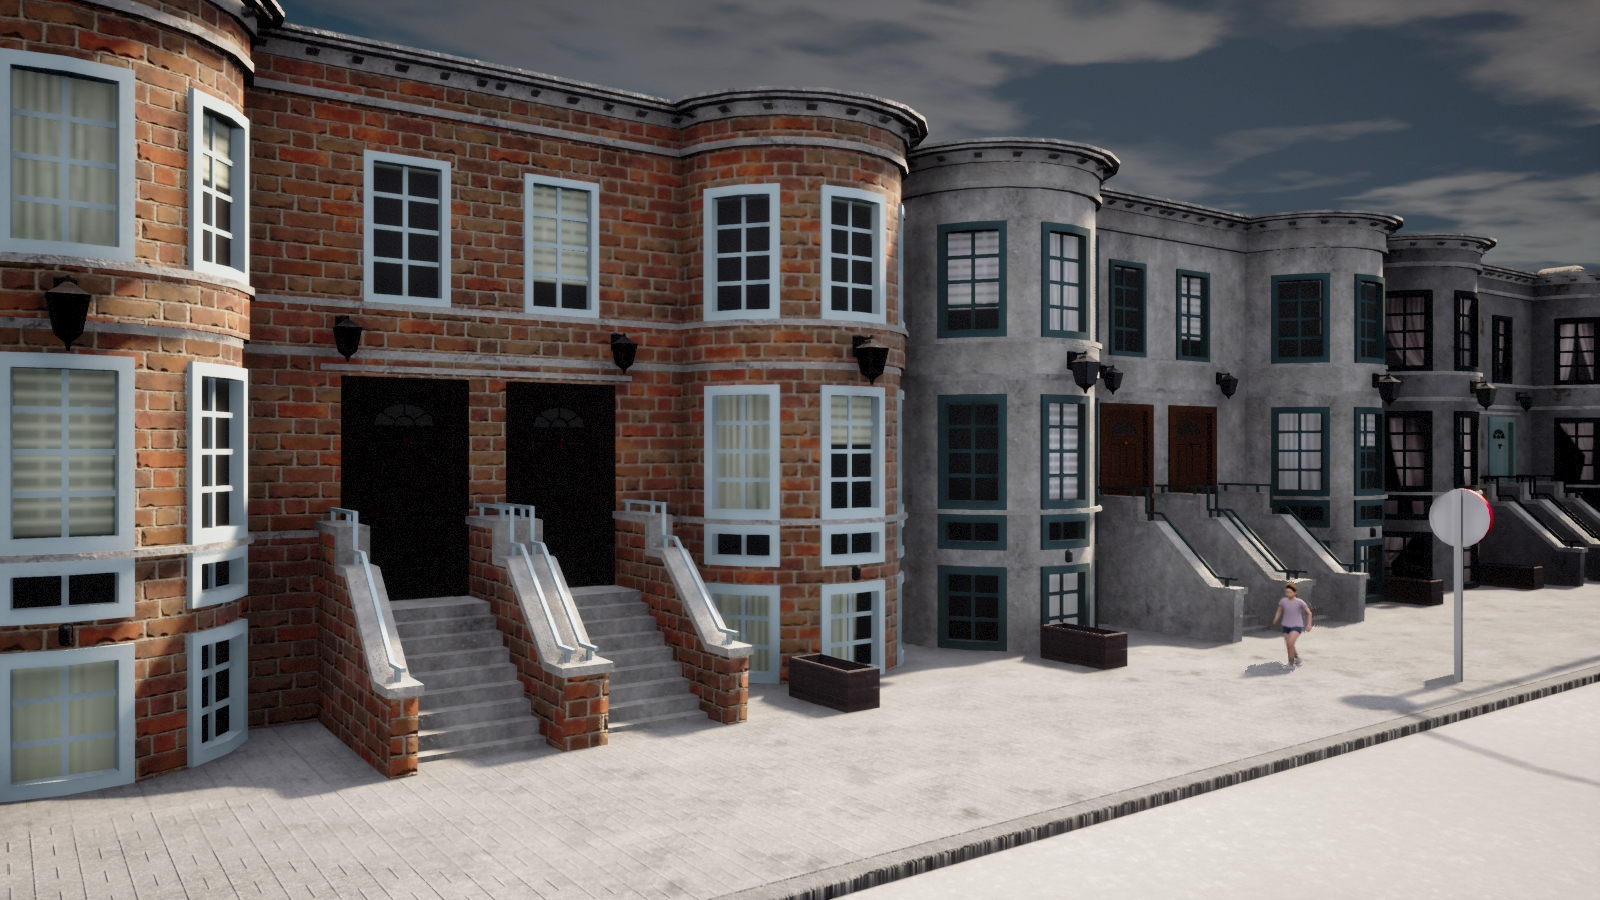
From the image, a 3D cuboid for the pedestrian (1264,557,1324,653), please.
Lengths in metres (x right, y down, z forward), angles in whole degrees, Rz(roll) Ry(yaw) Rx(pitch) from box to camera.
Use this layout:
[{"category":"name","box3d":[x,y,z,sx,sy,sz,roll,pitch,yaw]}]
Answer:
[{"category":"pedestrian","box3d":[6.118,1.904,14.140,0.500,1.100,0.500,0,0,-37]}]
